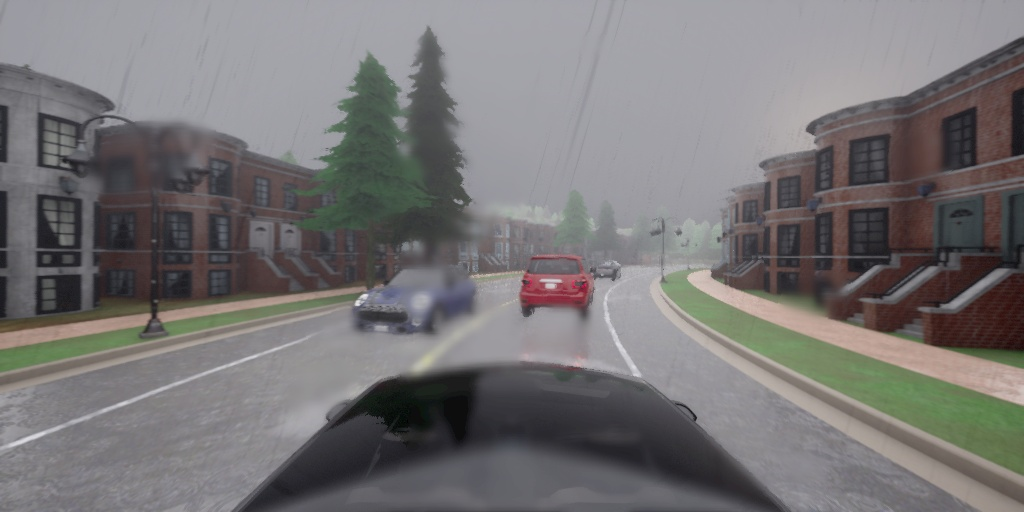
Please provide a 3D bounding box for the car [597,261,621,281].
[{"bbox_3d":[8.083,1.284,30.448,2.128,1.511,4.902,0,0,23],"label":"car"}]

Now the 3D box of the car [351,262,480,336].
[{"bbox_3d":[-2.493,1.073,10.375,2.097,1.767,4.553,1,0,12],"label":"car"}]

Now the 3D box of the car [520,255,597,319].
[{"bbox_3d":[1.830,0.977,13.132,2.150,2.045,5.566,0,0,15],"label":"car"}]
